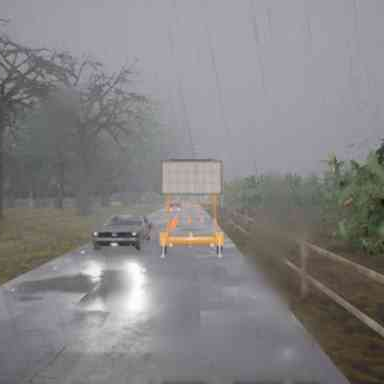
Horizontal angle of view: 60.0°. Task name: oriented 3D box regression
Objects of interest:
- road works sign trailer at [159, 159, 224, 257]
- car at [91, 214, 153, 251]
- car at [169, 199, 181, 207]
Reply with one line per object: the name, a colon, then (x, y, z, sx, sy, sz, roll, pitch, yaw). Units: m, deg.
road works sign trailer: (-0.017, 0.502, 13.067, 2.380, 3.560, 2.880, 0, 0, 0)
car: (-2.868, 1.646, 14.504, 1.895, 1.301, 4.718, 0, 0, 0)
car: (-2.883, 1.943, 57.606, 2.033, 1.411, 5.357, 0, -1, 0)
